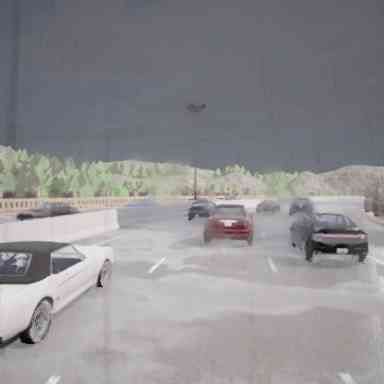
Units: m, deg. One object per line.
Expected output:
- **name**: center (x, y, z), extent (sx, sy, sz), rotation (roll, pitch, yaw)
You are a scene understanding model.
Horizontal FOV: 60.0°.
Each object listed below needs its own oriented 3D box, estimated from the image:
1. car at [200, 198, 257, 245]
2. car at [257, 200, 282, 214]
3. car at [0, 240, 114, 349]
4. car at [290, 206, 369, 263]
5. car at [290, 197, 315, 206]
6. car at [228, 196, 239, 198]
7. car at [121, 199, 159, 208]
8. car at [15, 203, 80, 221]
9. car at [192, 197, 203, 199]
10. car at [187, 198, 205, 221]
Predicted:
- **car**: center (1.862, 1.345, 15.789), extent (2.097, 1.767, 4.553), rotation (0, 0, 10)
- **car**: center (8.359, 1.581, 36.026), extent (2.033, 1.411, 5.357), rotation (0, 0, 25)
- **car**: center (-3.024, 1.581, 6.347), extent (1.895, 1.301, 4.718), rotation (0, 0, 4)
- **car**: center (4.747, 1.495, 12.088), extent (2.128, 1.511, 4.902), rotation (0, 0, 9)
- **car**: center (11.289, 1.387, 33.859), extent (2.097, 1.767, 4.553), rotation (0, 0, 24)
- **car**: center (7.862, 1.546, 64.725), extent (2.097, 1.767, 4.553), rotation (0, 0, 29)
- **car**: center (-4.880, 1.470, 31.629), extent (1.882, 1.535, 5.008), rotation (0, 0, 20)
- **car**: center (-10.620, 1.513, 24.983), extent (2.033, 1.411, 5.357), rotation (0, 0, 15)
- **car**: center (0.933, 1.590, 59.577), extent (2.128, 1.511, 4.902), rotation (0, 0, 30)
- **car**: center (1.085, 1.504, 26.797), extent (1.837, 1.490, 4.892), rotation (0, 0, 17)
